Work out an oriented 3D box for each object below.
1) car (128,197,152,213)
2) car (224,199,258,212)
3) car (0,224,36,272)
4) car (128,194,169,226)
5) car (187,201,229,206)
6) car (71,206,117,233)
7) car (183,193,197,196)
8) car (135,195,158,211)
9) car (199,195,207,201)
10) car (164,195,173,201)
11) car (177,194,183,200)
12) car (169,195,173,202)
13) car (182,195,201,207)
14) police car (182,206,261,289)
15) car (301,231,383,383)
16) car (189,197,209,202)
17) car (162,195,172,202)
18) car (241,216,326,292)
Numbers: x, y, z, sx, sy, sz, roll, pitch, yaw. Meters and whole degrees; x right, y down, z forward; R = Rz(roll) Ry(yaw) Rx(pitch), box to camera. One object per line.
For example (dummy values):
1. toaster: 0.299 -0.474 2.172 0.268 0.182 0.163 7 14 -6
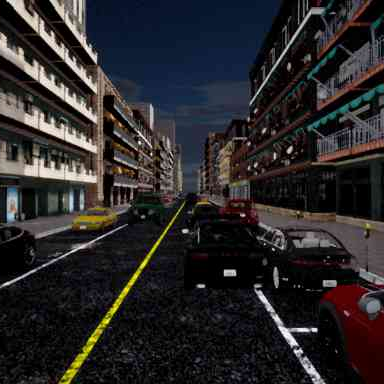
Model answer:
1. car: -5.700 1.435 36.854 1.967 1.590 4.097 0 0 0
2. car: 2.686 1.314 19.943 2.192 1.841 5.009 0 0 0
3. car: -5.693 1.566 8.670 1.947 1.339 4.313 0 0 0
4. car: -3.106 1.220 23.912 2.150 2.045 5.566 0 0 0
5. car: 0.815 1.510 19.170 1.837 1.490 4.892 0 0 0
6. car: -5.695 1.524 19.774 1.752 1.417 4.829 0 0 0
7. car: -0.017 1.209 59.744 2.150 2.045 5.566 0 0 0
8. car: -5.701 1.308 42.490 2.192 1.841 5.009 0 0 0
9. car: 2.668 1.522 81.943 1.887 1.381 4.507 0 0 0
10. car: -5.713 1.522 81.945 1.887 1.381 4.507 0 0 0
11. car: -3.028 1.324 91.464 2.097 1.767 4.553 0 0 0
12. car: -5.709 1.298 70.672 2.192 1.841 5.009 0 0 0
13. car: 0.003 1.497 46.445 1.837 1.490 4.892 0 0 0
14. police car: 0.752 1.425 9.273 1.930 1.638 5.238 0 0 0
15. car: 2.690 1.440 3.034 1.967 1.590 4.097 0 0 0
16. car: 0.892 1.453 25.357 1.801 1.575 5.366 0 0 0
17. car: -5.711 1.420 76.308 1.967 1.590 4.097 0 0 0
18. car: 2.689 1.551 8.670 2.008 1.369 4.403 0 0 0
